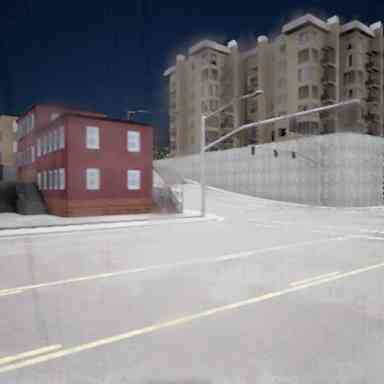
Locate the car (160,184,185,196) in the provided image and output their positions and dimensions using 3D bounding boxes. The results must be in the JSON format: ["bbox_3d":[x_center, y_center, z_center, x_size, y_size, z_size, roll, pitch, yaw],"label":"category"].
[{"bbox_3d":[-2.747,-0.365,45.529,1.812,1.442,4.674,0,11,-36],"label":"car"}]
